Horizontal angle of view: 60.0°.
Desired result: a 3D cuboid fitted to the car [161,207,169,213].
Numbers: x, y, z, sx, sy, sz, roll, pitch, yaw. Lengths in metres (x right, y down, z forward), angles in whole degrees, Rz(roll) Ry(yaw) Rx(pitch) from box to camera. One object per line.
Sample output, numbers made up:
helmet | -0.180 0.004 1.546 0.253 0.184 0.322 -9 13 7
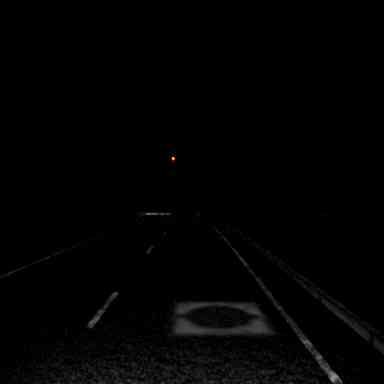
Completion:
car | -7.013 4.777 87.269 2.033 1.411 5.357 0 -1 0

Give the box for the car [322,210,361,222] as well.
car | 15.440 2.576 35.084 4.181 1.385 1.994 0 -3 -3

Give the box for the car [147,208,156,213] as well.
car | -10.513 4.789 87.255 1.994 1.385 4.181 0 -1 0
